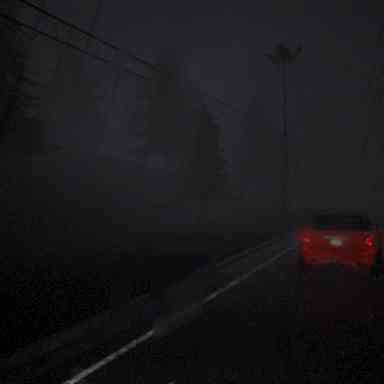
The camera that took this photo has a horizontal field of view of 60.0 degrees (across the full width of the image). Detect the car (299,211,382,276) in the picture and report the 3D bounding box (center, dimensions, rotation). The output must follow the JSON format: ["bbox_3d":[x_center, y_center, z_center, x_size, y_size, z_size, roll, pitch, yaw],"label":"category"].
[{"bbox_3d":[4.953,1.381,10.839,2.097,1.767,4.553,-2,-1,30],"label":"car"}]
